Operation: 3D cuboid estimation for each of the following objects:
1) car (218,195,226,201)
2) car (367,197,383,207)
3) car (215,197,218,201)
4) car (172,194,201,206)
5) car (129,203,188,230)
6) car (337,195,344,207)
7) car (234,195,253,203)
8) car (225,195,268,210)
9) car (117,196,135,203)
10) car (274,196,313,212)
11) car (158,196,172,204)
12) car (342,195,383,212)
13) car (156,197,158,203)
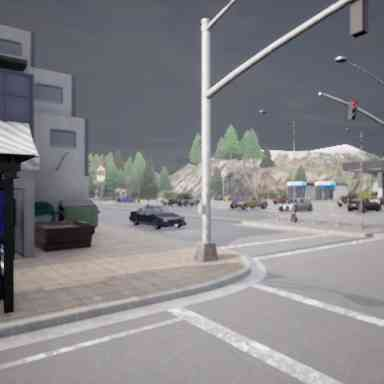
[{"bbox_3d":[9.625,1.460,80.619,5.027,1.636,2.152,0,0,-36],"label":"car"},{"bbox_3d":[29.730,1.491,52.883,3.806,1.475,1.970,0,0,-36],"label":"car"},{"bbox_3d":[7.745,1.469,83.131,4.514,1.523,2.007,0,0,-36],"label":"car"},{"bbox_3d":[-0.542,1.236,50.619,3.866,1.878,1.905,0,0,-36],"label":"car"},{"bbox_3d":[-2.538,1.711,23.047,2.033,1.411,5.357,0,0,-36],"label":"car"},{"bbox_3d":[22.880,1.237,47.886,4.605,1.855,1.932,0,0,-36],"label":"car"},{"bbox_3d":[10.343,1.458,66.523,3.633,1.501,1.845,0,0,-36],"label":"car"},{"bbox_3d":[6.951,1.312,40.248,5.027,1.636,2.152,0,0,-36],"label":"car"},{"bbox_3d":[-13.351,1.532,67.876,3.633,1.501,1.845,0,0,-36],"label":"car"},{"bbox_3d":[10.972,1.391,35.236,3.806,1.475,1.970,0,0,-36],"label":"car"},{"bbox_3d":[-2.578,1.256,52.732,4.605,1.855,1.932,0,0,-36],"label":"car"},{"bbox_3d":[18.831,1.449,36.396,4.514,1.523,2.007,0,0,-36],"label":"car"},{"bbox_3d":[-5.591,1.535,69.806,3.806,1.475,1.970,0,0,-36],"label":"car"}]
